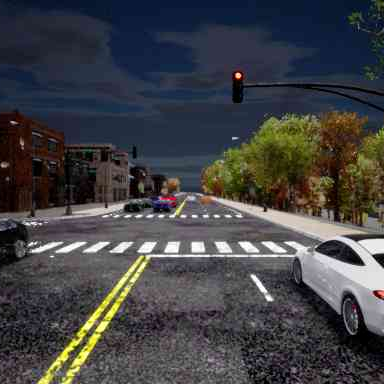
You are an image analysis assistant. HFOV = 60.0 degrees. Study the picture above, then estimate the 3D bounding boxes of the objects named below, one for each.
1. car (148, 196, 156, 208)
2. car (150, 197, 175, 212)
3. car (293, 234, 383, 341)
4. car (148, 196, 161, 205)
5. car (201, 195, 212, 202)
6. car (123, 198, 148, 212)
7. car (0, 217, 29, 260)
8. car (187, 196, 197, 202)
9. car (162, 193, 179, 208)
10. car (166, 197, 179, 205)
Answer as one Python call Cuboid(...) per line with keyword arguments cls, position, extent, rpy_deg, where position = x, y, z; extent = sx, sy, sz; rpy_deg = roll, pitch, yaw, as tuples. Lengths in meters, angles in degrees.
Cuboid(cls="car", position=(-6.627, 1.541, 48.206), extent=(2.033, 1.411, 5.357), rpy_deg=(0, 0, -1))
Cuboid(cls="car", position=(-3.353, 1.595, 38.429), extent=(1.895, 1.301, 4.718), rpy_deg=(0, 0, 0))
Cuboid(cls="car", position=(3.352, 1.525, 6.343), extent=(1.812, 1.442, 4.674), rpy_deg=(0, 0, 2))
Cuboid(cls="car", position=(-6.628, 1.519, 58.816), extent=(1.812, 1.442, 4.674), rpy_deg=(0, 0, 0))
Cuboid(cls="car", position=(3.170, 1.347, 73.336), extent=(2.097, 1.767, 4.553), rpy_deg=(0, 0, 0))
Cuboid(cls="car", position=(-6.603, 1.595, 38.420), extent=(1.895, 1.301, 4.718), rpy_deg=(0, 0, 0))
Cuboid(cls="car", position=(-6.551, 1.489, 9.629), extent=(2.128, 1.511, 4.902), rpy_deg=(0, 0, -1))
Cuboid(cls="car", position=(-0.087, 1.517, 74.698), extent=(1.812, 1.442, 4.674), rpy_deg=(0, 0, 0))
Cuboid(cls="car", position=(-3.379, 1.214, 48.318), extent=(2.150, 2.045, 5.566), rpy_deg=(0, 0, -1))
Cuboid(cls="car", position=(-3.377, 1.558, 58.693), extent=(1.994, 1.385, 4.181), rpy_deg=(0, 0, 1))
